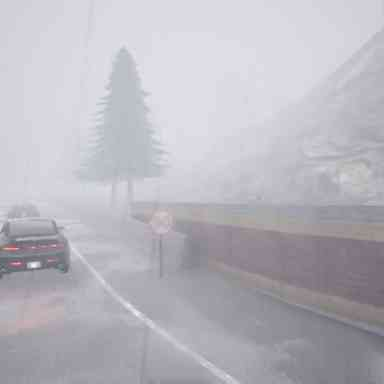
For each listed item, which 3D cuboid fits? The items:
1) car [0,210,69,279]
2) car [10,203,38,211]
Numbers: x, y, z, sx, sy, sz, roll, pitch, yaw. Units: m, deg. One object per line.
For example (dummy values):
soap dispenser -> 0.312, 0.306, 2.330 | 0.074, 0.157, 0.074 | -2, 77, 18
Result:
car -> -5.030, 1.541, 10.336 | 1.837, 1.490, 4.892 | 0, 0, -28
car -> -12.513, 1.512, 24.786 | 1.994, 1.385, 4.181 | 0, 1, -27
